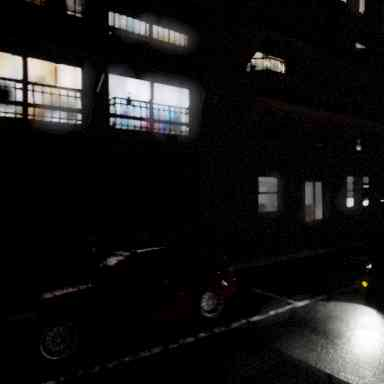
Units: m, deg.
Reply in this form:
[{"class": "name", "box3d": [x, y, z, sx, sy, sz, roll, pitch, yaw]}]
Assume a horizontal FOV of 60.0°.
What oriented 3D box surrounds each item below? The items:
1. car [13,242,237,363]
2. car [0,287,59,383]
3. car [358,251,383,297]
[{"class": "car", "box3d": [-1.065, 1.591, 5.782, 4.206, 1.307, 1.802, 0, -1, -36]}, {"class": "car", "box3d": [-2.956, 1.567, 1.248, 4.181, 1.385, 1.994, 0, 0, -36]}, {"class": "car", "box3d": [5.560, 1.574, 7.414, 4.181, 1.385, 1.994, 0, 0, -36]}]
